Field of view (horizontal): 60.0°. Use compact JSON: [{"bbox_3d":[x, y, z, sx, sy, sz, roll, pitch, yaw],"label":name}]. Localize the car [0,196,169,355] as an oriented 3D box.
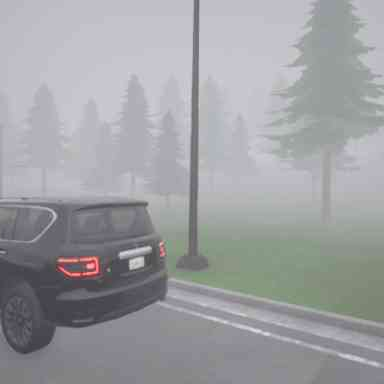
[{"bbox_3d":[-3.018,1.101,6.156,5.566,2.045,2.150,0,0,33],"label":"car"}]
